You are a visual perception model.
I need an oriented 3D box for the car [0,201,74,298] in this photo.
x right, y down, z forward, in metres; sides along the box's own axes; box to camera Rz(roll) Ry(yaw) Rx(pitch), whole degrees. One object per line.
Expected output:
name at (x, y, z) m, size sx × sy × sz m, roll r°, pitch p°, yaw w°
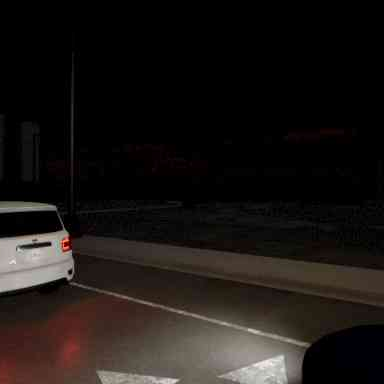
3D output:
car at (-5.037, 1.220, 7.580) m, size 5.566 × 2.045 × 2.150 m, roll 0°, pitch 0°, yaw 35°

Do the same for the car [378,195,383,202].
car at (39.928, 1.369, 67.953) m, size 1.853 × 1.218 × 4.536 m, roll 1°, pitch 1°, yaw 6°

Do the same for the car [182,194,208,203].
car at (0.546, 1.182, 61.699) m, size 4.892 × 1.490 × 1.837 m, roll 0°, pitch 0°, yaw -21°

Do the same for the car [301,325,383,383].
car at (3.000, 1.516, 1.847) m, size 4.674 × 1.442 × 1.812 m, roll 0°, pitch 0°, yaw 35°

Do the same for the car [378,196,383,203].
car at (39.921, 1.527, 67.903) m, size 2.038 × 1.542 × 4.974 m, roll 1°, pitch 1°, yaw 6°
